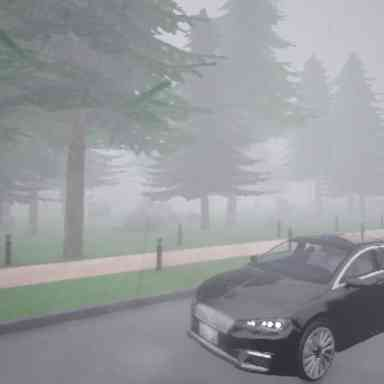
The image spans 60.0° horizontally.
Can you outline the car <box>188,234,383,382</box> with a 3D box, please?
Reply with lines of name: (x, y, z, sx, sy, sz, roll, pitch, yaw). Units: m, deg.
car: (2.227, 1.515, 5.516, 4.902, 1.511, 2.128, 1, 0, -34)
